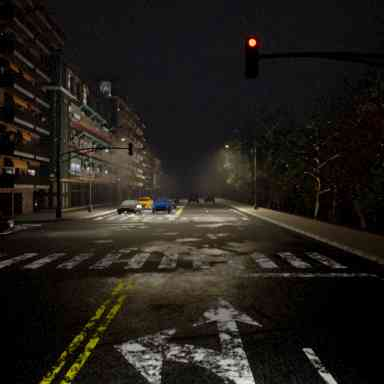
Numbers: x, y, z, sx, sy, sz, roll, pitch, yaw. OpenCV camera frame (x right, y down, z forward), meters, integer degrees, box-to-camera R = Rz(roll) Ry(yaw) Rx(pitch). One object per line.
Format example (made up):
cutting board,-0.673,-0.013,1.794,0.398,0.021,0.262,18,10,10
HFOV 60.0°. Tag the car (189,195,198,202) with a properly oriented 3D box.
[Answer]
car,0.327,1.483,76.529,2.128,1.511,4.902,0,0,0

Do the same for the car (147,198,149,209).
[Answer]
car,-6.362,1.485,44.588,1.882,1.535,5.008,0,0,1

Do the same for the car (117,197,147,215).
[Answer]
car,-6.444,1.551,34.935,2.033,1.411,5.357,0,0,0

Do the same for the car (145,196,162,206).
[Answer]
car,-6.270,1.504,54.728,2.128,1.511,4.902,0,0,0

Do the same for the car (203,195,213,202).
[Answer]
car,3.576,1.498,76.514,2.033,1.411,5.357,0,0,0

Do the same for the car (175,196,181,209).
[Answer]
car,-3.099,1.500,45.855,2.128,1.511,4.902,0,0,1

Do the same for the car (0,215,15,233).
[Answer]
car,-12.477,1.632,18.333,4.902,1.511,2.128,-1,0,-6

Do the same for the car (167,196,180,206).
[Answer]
car,-3.014,1.518,55.916,1.837,1.490,4.892,0,0,0

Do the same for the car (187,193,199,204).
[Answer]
car,0.281,1.242,66.140,2.150,2.045,5.566,0,0,0

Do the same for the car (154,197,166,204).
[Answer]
car,-6.224,1.620,65.052,1.895,1.301,4.718,0,0,0

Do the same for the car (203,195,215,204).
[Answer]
car,3.531,1.525,66.094,1.837,1.490,4.892,0,0,0

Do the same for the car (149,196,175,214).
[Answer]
car,-3.186,1.482,36.374,1.882,1.535,5.008,0,0,1
